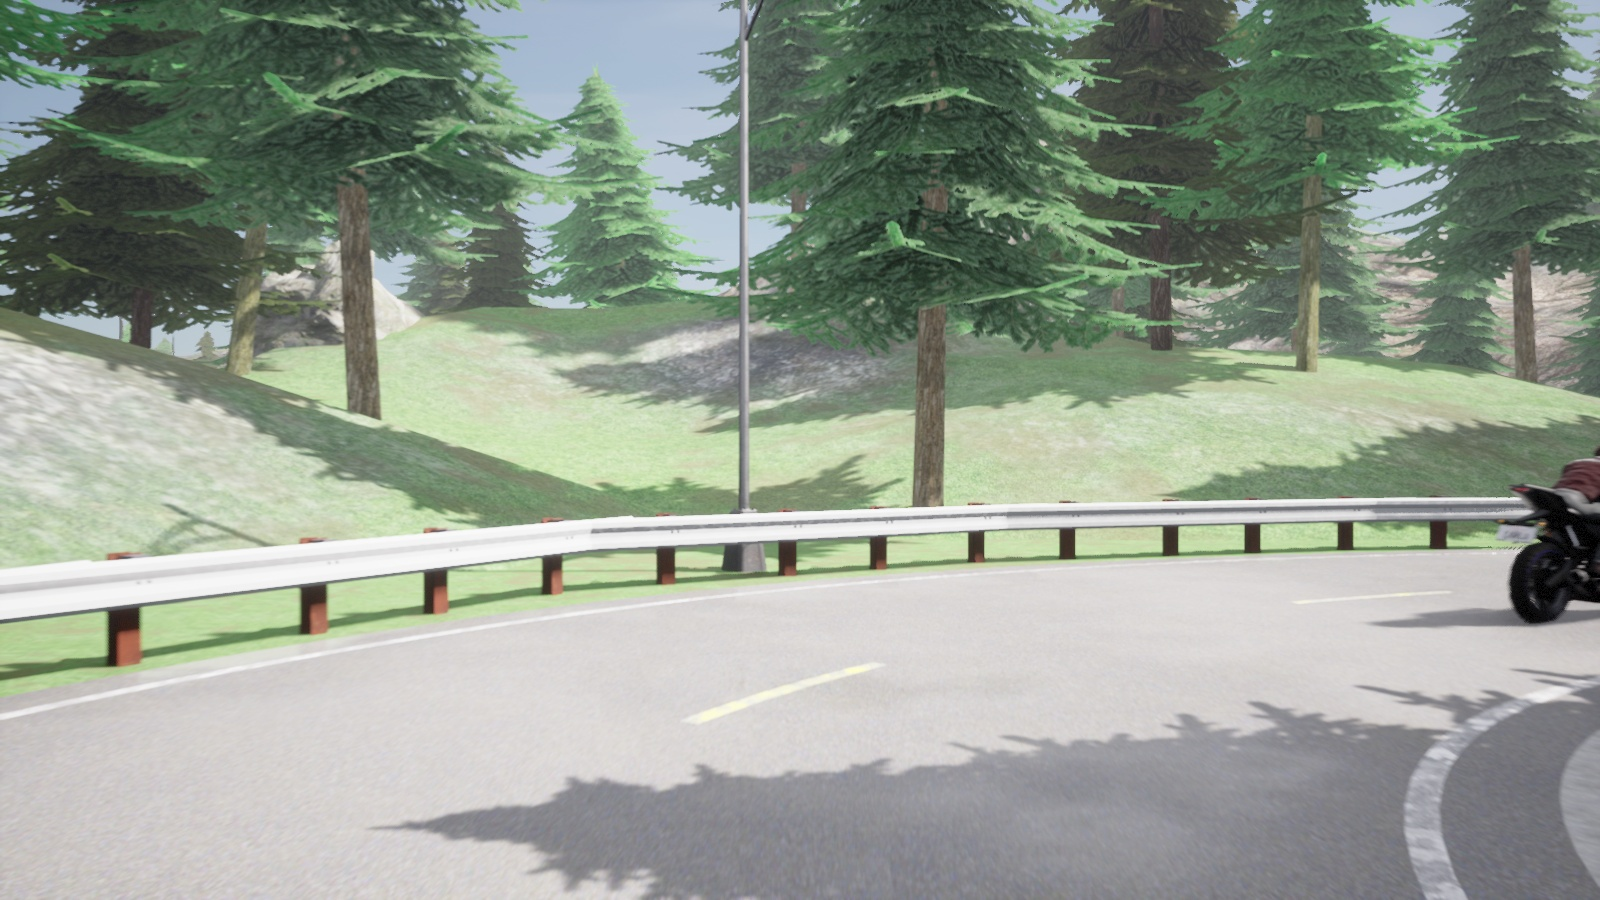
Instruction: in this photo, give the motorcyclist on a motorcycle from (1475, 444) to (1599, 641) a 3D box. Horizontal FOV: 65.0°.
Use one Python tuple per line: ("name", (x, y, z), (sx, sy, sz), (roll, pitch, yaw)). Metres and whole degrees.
("motorcyclist on a motorcycle", (6.893, 0.724, 10.684), (2.191, 1.530, 0.866), (0, 1, -25))
